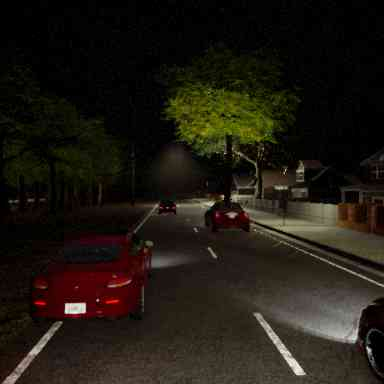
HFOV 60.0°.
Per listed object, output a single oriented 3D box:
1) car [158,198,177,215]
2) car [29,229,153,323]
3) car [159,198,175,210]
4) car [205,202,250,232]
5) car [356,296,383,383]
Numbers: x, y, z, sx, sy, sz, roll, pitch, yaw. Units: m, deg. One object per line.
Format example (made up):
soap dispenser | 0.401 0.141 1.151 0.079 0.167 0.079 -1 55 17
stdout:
car | -2.544 1.579 34.782 2.033 1.411 5.357 0 0 -4
car | -1.859 1.526 7.129 1.812 1.442 4.674 0 0 -4
car | -3.378 1.574 45.404 2.033 1.411 5.357 0 0 -4
car | 2.032 1.363 20.278 2.097 1.767 4.553 0 0 -4
car | 3.292 1.563 2.770 1.994 1.385 4.181 0 0 -4
